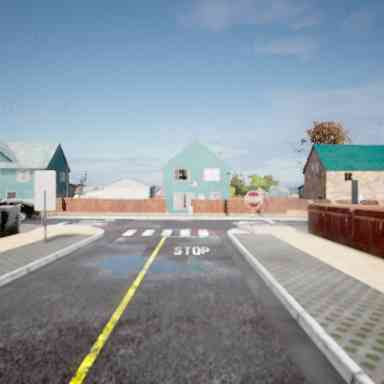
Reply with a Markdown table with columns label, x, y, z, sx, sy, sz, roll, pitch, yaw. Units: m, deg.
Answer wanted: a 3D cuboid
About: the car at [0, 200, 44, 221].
| label | x | y | z | sx | sy | sz | roll | pitch | yaw |
| --- | --- | --- | --- | --- | --- | --- | --- | --- | --- |
| car | -14.262 | 1.442 | 26.057 | 4.892 | 1.490 | 1.837 | 0 | 1 | -1 |
